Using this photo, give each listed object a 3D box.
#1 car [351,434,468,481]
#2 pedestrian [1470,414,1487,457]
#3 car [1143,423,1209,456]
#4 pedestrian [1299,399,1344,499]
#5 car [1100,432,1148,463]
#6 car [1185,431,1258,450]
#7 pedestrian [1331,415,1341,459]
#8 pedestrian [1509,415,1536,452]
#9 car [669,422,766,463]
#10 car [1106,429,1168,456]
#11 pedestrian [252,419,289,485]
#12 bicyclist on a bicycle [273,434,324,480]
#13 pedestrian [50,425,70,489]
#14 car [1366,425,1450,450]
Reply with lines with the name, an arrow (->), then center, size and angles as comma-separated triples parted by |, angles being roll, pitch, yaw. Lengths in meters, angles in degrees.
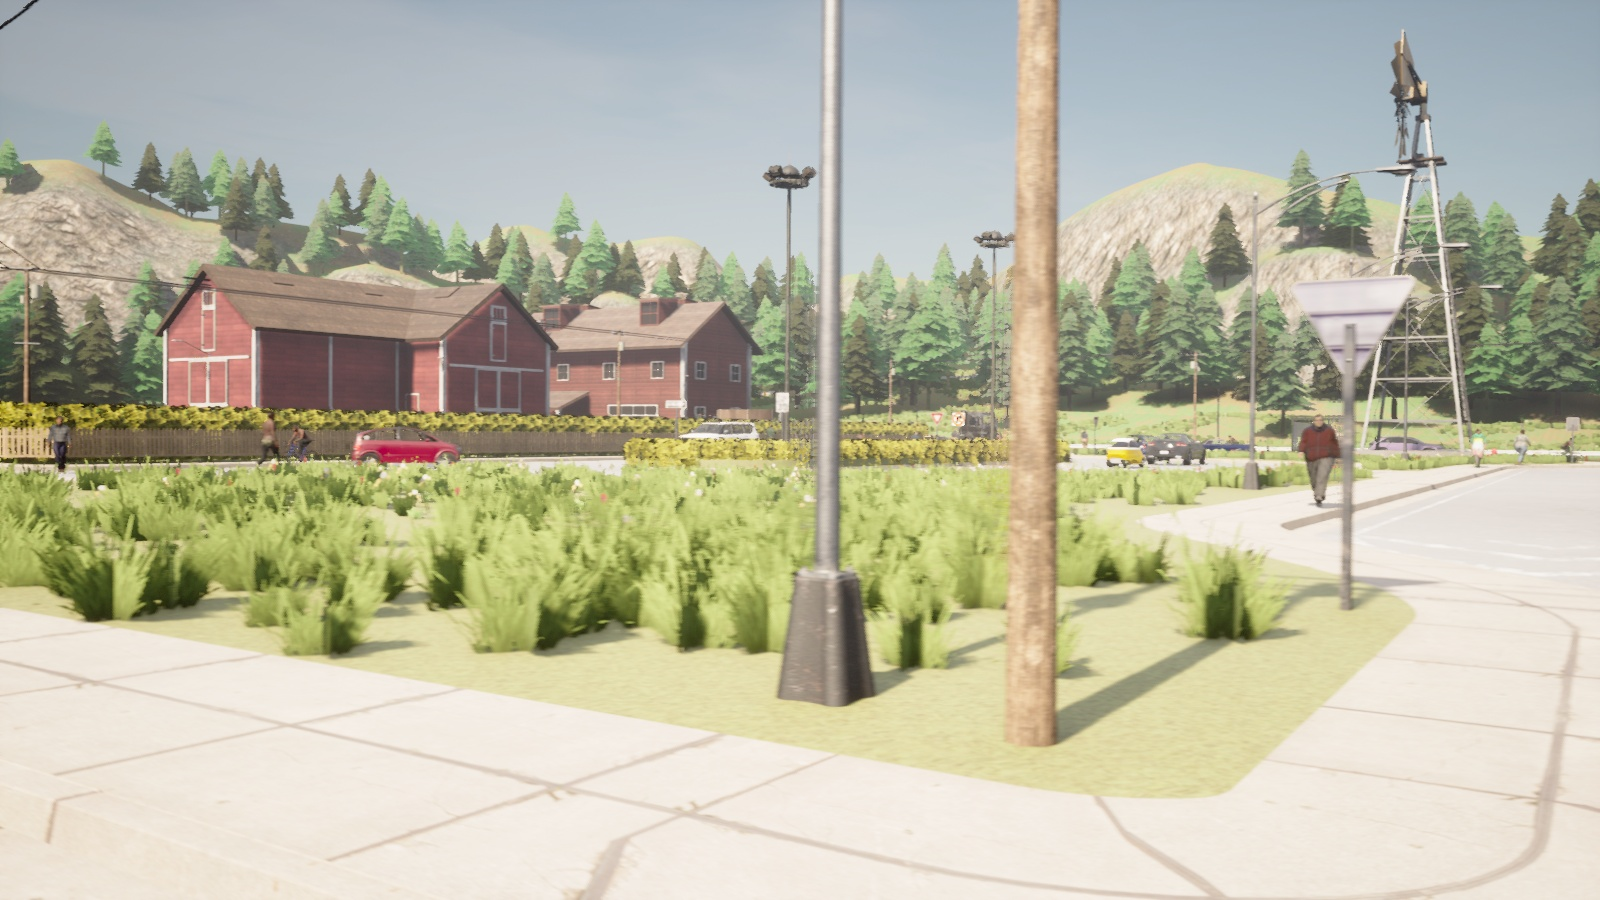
car -> -13.392, 0.244, 43.074 | 3.705, 1.549, 1.789 | -1, 0, -21
pedestrian -> 31.027, -0.678, 57.394 | 0.659, 1.952, 0.873 | 0, 1, 30
car -> 19.453, -0.550, 64.826 | 2.152, 1.651, 5.027 | 0, 1, 30
pedestrian -> 9.789, -0.024, 23.569 | 0.634, 1.844, 0.899 | 0, 1, 32
car -> 14.848, -0.133, 57.527 | 1.481, 1.376, 2.207 | 0, 1, 33
car -> 30.851, -0.701, 91.912 | 4.718, 1.301, 1.895 | 0, 1, 33
pedestrian -> 22.734, -0.546, 53.282 | 0.345, 1.836, 0.594 | 0, 1, 27
pedestrian -> 36.557, -0.812, 63.538 | 0.900, 1.855, 0.874 | -1, 1, -38
car -> -4.288, -0.414, 66.268 | 2.150, 2.045, 5.566 | 0, 1, 33
car -> 19.878, -0.481, 74.258 | 1.789, 1.549, 3.705 | 0, 1, -19
pedestrian -> -14.510, 0.049, 34.429 | 0.328, 1.805, 0.869 | 0, 1, 30
bicyclist on a bicycle -> -18.102, 0.230, 45.375 | 0.582, 1.620, 1.656 | 0, 1, 33
pedestrian -> -22.719, 0.198, 38.565 | 0.423, 1.949, 0.788 | -1, 1, -36
car -> 41.140, -0.871, 84.967 | 4.856, 1.649, 2.033 | 0, 1, 34
